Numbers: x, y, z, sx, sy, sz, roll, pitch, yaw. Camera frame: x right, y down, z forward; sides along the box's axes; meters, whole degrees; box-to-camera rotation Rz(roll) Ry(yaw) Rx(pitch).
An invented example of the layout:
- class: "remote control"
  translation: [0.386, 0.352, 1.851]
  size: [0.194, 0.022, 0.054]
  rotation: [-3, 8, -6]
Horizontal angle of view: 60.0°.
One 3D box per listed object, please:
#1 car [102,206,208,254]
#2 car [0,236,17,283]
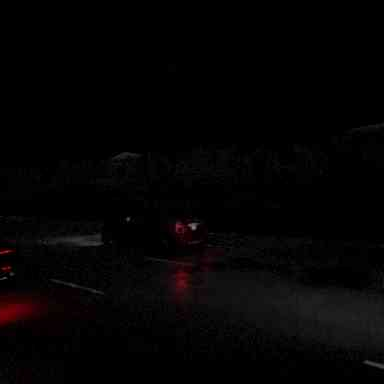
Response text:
- class: "car"
  translation: [-1.653, 1.376, 13.758]
  size: [4.553, 1.767, 2.097]
  rotation: [0, 0, 35]
- class: "car"
  translation: [-6.391, 1.537, 8.541]
  size: [4.892, 1.490, 1.837]
  rotation: [0, 0, 35]
